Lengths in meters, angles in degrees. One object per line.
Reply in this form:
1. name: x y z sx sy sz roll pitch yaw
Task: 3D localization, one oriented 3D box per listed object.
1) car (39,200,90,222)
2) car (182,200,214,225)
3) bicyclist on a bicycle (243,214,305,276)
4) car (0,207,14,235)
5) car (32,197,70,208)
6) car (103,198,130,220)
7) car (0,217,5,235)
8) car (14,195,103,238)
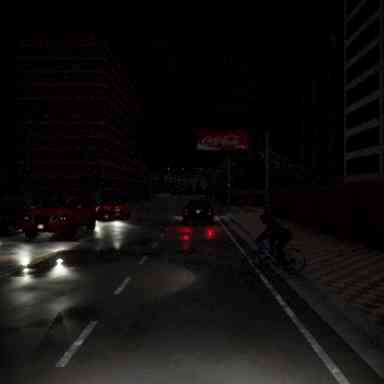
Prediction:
1. car: -10.133 1.478 26.889 2.128 1.511 4.902 0 0 1
2. car: 0.427 1.340 24.010 2.097 1.767 4.553 0 0 1
3. bicyclist on a bicycle: 2.118 1.386 8.713 1.656 1.620 0.582 -4 0 1
4. car: -10.324 1.555 18.437 1.994 1.385 4.181 0 0 2
5. car: -19.984 1.502 47.187 4.674 1.442 1.812 0 0 2
6. car: -6.616 1.338 28.069 2.097 1.767 4.553 0 0 1
7. car: -6.991 1.560 8.382 1.994 1.385 4.181 0 0 1
8. car: -6.841 1.211 17.896 2.150 2.045 5.566 0 0 1
